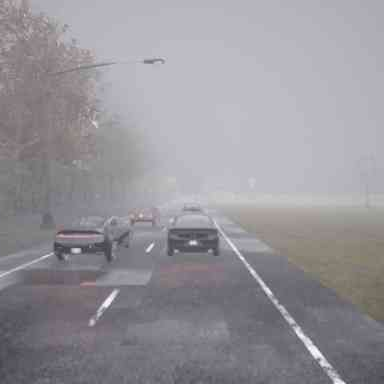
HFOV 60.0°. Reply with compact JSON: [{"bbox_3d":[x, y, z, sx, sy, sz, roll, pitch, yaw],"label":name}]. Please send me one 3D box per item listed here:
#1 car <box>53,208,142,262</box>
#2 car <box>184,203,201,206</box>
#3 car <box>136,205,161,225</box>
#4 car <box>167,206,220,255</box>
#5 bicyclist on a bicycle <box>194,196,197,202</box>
[{"bbox_3d":[-3.451,1.566,12.404,2.128,1.511,4.902,0,0,0],"label":"car"},{"bbox_3d":[0.053,1.671,27.523,1.837,1.490,4.892,0,0,0],"label":"car"},{"bbox_3d":[-3.467,1.699,25.356,2.033,1.411,5.357,0,0,1],"label":"car"},{"bbox_3d":[0.058,1.559,13.640,1.882,1.535,5.008,0,0,0],"label":"car"},{"bbox_3d":[0.982,1.903,88.794,0.659,1.776,1.843,0,0,0],"label":"bicyclist on a bicycle"}]
